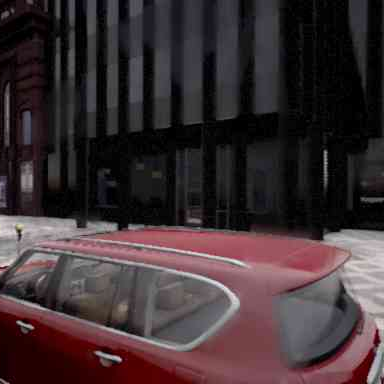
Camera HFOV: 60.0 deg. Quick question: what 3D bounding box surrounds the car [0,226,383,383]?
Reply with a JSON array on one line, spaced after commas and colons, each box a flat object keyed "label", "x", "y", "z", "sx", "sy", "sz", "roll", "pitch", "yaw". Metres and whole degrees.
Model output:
[{"label": "car", "x": -0.768, "y": 1.307, "z": 3.507, "sx": 5.009, "sy": 1.841, "sz": 2.192, "roll": 0, "pitch": 0, "yaw": 35}]
